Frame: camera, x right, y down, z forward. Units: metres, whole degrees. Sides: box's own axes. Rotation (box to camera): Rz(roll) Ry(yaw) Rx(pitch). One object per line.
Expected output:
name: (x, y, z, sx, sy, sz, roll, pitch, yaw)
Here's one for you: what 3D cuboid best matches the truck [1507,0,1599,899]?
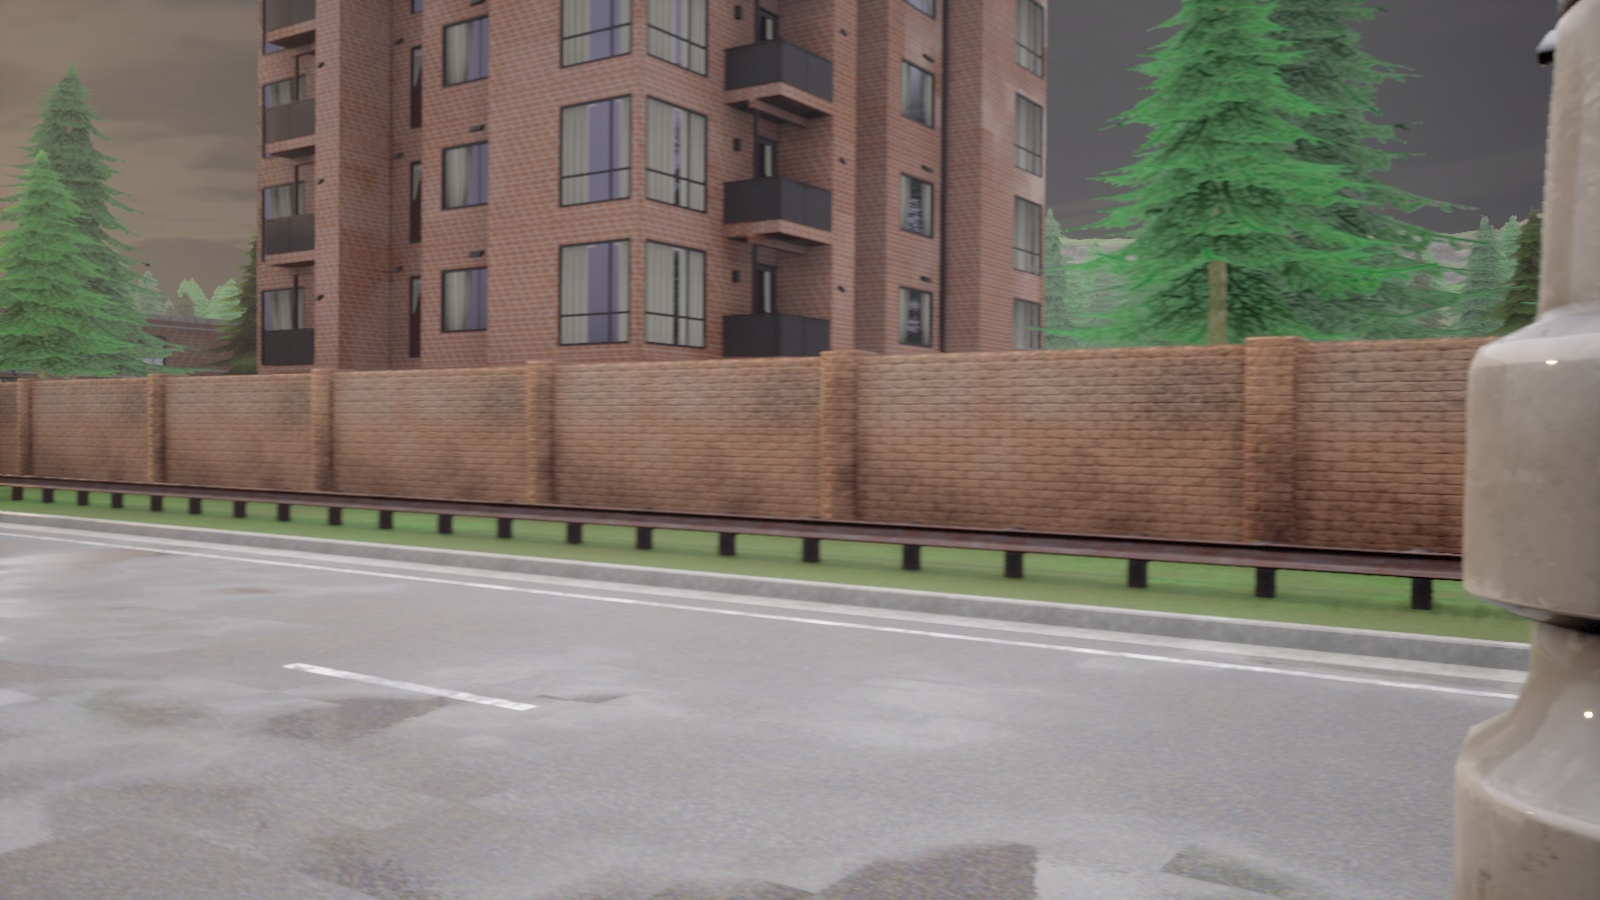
truck: (4.871, -0.300, 0.368, 7.936, 3.462, 2.891, 0, 1, 34)
